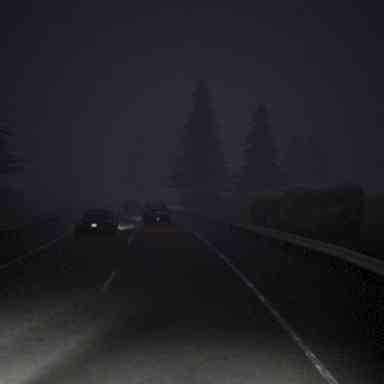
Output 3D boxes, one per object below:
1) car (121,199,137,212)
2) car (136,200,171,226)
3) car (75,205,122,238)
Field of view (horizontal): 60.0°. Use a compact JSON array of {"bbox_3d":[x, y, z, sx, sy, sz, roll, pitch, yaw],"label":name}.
[{"bbox_3d":[-7.606,1.604,41.268,1.882,1.535,5.008,0,0,-20],"label":"car"},{"bbox_3d":[-2.669,1.561,23.992,2.128,1.511,4.902,0,0,-11],"label":"car"},{"bbox_3d":[-5.156,1.625,18.358,1.994,1.385,4.181,0,0,-9],"label":"car"}]
